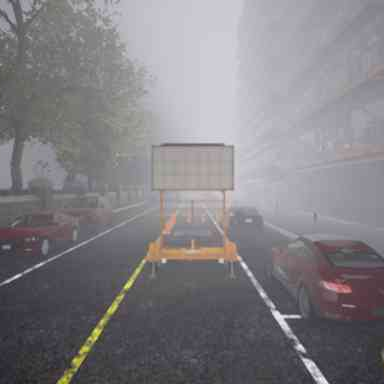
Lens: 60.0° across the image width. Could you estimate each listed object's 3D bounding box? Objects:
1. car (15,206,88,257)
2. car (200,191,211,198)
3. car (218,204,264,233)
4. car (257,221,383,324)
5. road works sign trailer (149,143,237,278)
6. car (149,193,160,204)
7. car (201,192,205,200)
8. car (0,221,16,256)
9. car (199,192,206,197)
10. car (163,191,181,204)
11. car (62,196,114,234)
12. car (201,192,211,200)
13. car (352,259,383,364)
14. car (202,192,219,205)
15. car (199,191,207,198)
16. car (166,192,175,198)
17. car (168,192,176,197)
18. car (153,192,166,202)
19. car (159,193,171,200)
[{"bbox_3d":[-5.663,1.421,12.423,1.887,1.381,4.507,0,1,0],"label":"car"},{"bbox_3d":[2.817,0.903,57.444,1.967,1.590,4.097,0,0,0],"label":"car"},{"bbox_3d":[2.730,1.389,18.037,1.947,1.339,4.313,0,1,0],"label":"car"},{"bbox_3d":[2.705,1.514,6.775,1.802,1.307,4.206,0,1,0],"label":"car"},{"bbox_3d":[0.022,0.367,9.792,2.380,3.560,2.880,0,1,0],"label":"road works sign trailer"},{"bbox_3d":[-5.576,0.951,51.833,1.967,1.590,4.097,0,1,0],"label":"car"},{"bbox_3d":[2.805,1.057,51.816,1.887,1.381,4.507,0,0,0],"label":"car"},{"bbox_3d":[-5.675,1.513,6.793,1.802,1.307,4.206,0,1,0],"label":"car"},{"bbox_3d":[2.893,0.743,91.226,1.947,1.339,4.313,0,0,0],"label":"car"},{"bbox_3d":[-2.900,0.745,50.991,2.150,2.045,5.566,0,0,0],"label":"car"},{"bbox_3d":[-5.650,1.137,18.052,2.192,1.841,5.009,0,1,0],"label":"car"},{"bbox_3d":[2.842,0.805,68.704,1.967,1.590,4.097,0,0,0],"label":"car"},{"bbox_3d":[2.693,1.511,1.314,1.752,1.417,4.829,0,1,0],"label":"car"},{"bbox_3d":[2.793,1.106,46.185,1.887,1.381,4.507,0,1,0],"label":"car"},{"bbox_3d":[2.879,0.663,85.594,1.967,1.590,4.097,0,0,0],"label":"car"},{"bbox_3d":[-5.501,0.749,85.443,1.752,1.417,4.829,0,0,0],"label":"car"},{"bbox_3d":[-5.488,0.727,91.243,2.008,1.369,4.403,0,0,0],"label":"car"},{"bbox_3d":[-5.563,0.902,57.461,1.967,1.590,4.097,0,0,0],"label":"car"},{"bbox_3d":[-5.538,0.915,68.723,2.008,1.369,4.403,0,0,0],"label":"car"}]
